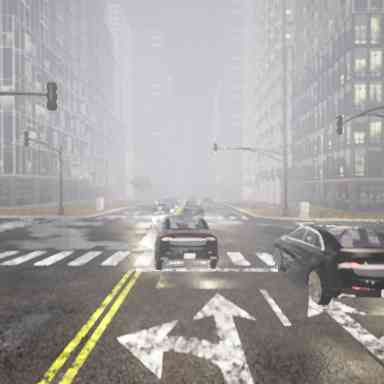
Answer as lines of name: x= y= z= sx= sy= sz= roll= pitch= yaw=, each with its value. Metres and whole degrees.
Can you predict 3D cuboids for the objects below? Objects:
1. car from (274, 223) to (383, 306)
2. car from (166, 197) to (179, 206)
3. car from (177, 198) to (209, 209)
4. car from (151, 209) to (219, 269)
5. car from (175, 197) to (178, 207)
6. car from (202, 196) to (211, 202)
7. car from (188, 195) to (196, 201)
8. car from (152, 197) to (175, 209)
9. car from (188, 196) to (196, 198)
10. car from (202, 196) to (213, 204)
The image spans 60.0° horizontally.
car: x=3.348 y=1.501 z=8.037 sx=2.128 sy=1.511 sz=4.902 roll=0 pitch=0 yaw=0
car: x=-3.264 y=1.611 z=56.392 sx=1.994 sy=1.385 sz=4.181 roll=0 pitch=0 yaw=0
car: x=0.102 y=1.500 z=29.046 sx=2.128 sy=1.511 sz=4.902 roll=0 pitch=-1 yaw=0
car: x=-0.343 y=1.535 z=11.276 sx=2.128 sy=1.511 sz=4.902 roll=1 pitch=-1 yaw=-7
car: x=-3.333 y=1.606 z=46.365 sx=1.994 sy=1.385 sz=4.181 roll=0 pitch=0 yaw=0
car: x=3.231 y=1.648 z=77.067 sx=1.895 sy=1.301 sz=4.718 roll=0 pitch=0 yaw=0
car: x=-0.019 y=1.481 z=77.068 sx=1.895 sy=1.301 sz=4.718 roll=0 pitch=0 yaw=0
car: x=-3.351 y=1.528 z=37.155 sx=2.128 sy=1.511 sz=4.902 roll=0 pitch=0 yaw=0
car: x=-0.016 y=1.599 z=66.621 sx=2.033 sy=1.411 sz=5.357 roll=0 pitch=0 yaw=0
car: x=3.234 y=1.614 z=67.405 sx=1.994 sy=1.385 sz=4.181 roll=0 pitch=0 yaw=0
